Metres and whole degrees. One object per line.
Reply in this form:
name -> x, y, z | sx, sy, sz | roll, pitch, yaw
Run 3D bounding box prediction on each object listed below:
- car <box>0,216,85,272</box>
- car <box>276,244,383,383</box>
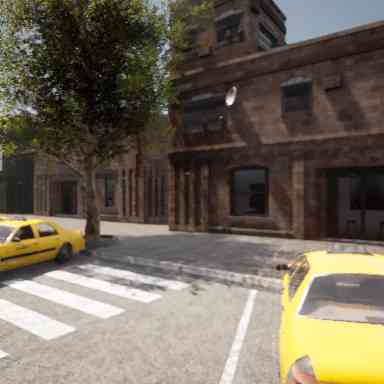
car -> -5.255, 1.506, 9.624 | 1.946, 1.575, 5.366 | 1, -1, 16
car -> 2.185, 1.494, 4.751 | 1.946, 1.575, 5.366 | 0, -1, 15
